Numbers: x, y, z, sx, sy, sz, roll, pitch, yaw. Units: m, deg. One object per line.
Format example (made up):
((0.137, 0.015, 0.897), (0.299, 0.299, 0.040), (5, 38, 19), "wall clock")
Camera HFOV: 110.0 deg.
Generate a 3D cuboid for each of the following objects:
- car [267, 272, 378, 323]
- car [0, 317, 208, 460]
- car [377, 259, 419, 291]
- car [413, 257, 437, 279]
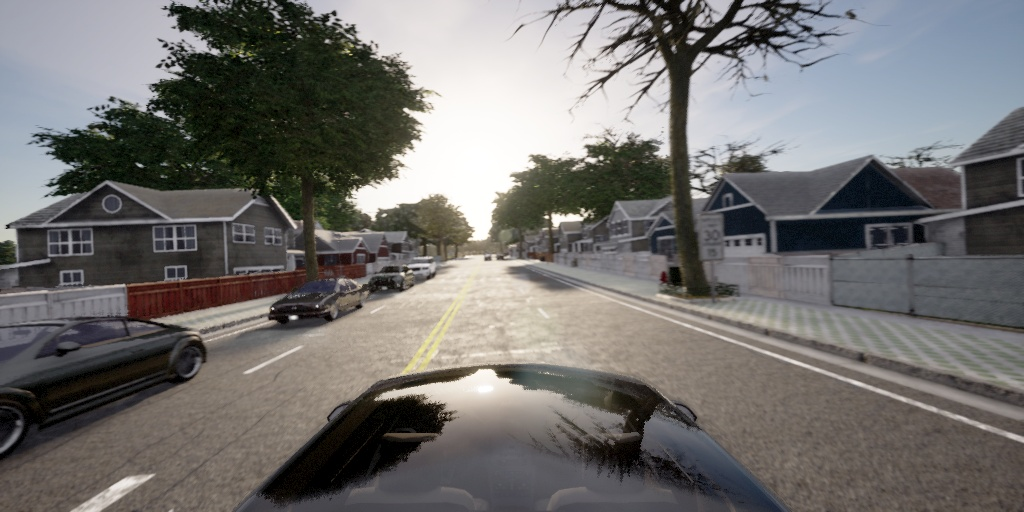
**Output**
((-7.332, 1.619, 14.325), (2.033, 1.411, 5.357), (-3, 0, -4), "car")
((-6.685, 1.616, 5.040), (1.994, 1.385, 4.181), (-3, 0, -4), "car")
((-8.022, 1.378, 24.298), (2.097, 1.767, 4.553), (-3, 1, -4), "car")
((-8.718, 1.136, 34.745), (2.150, 2.045, 5.566), (-3, 1, -4), "car")
